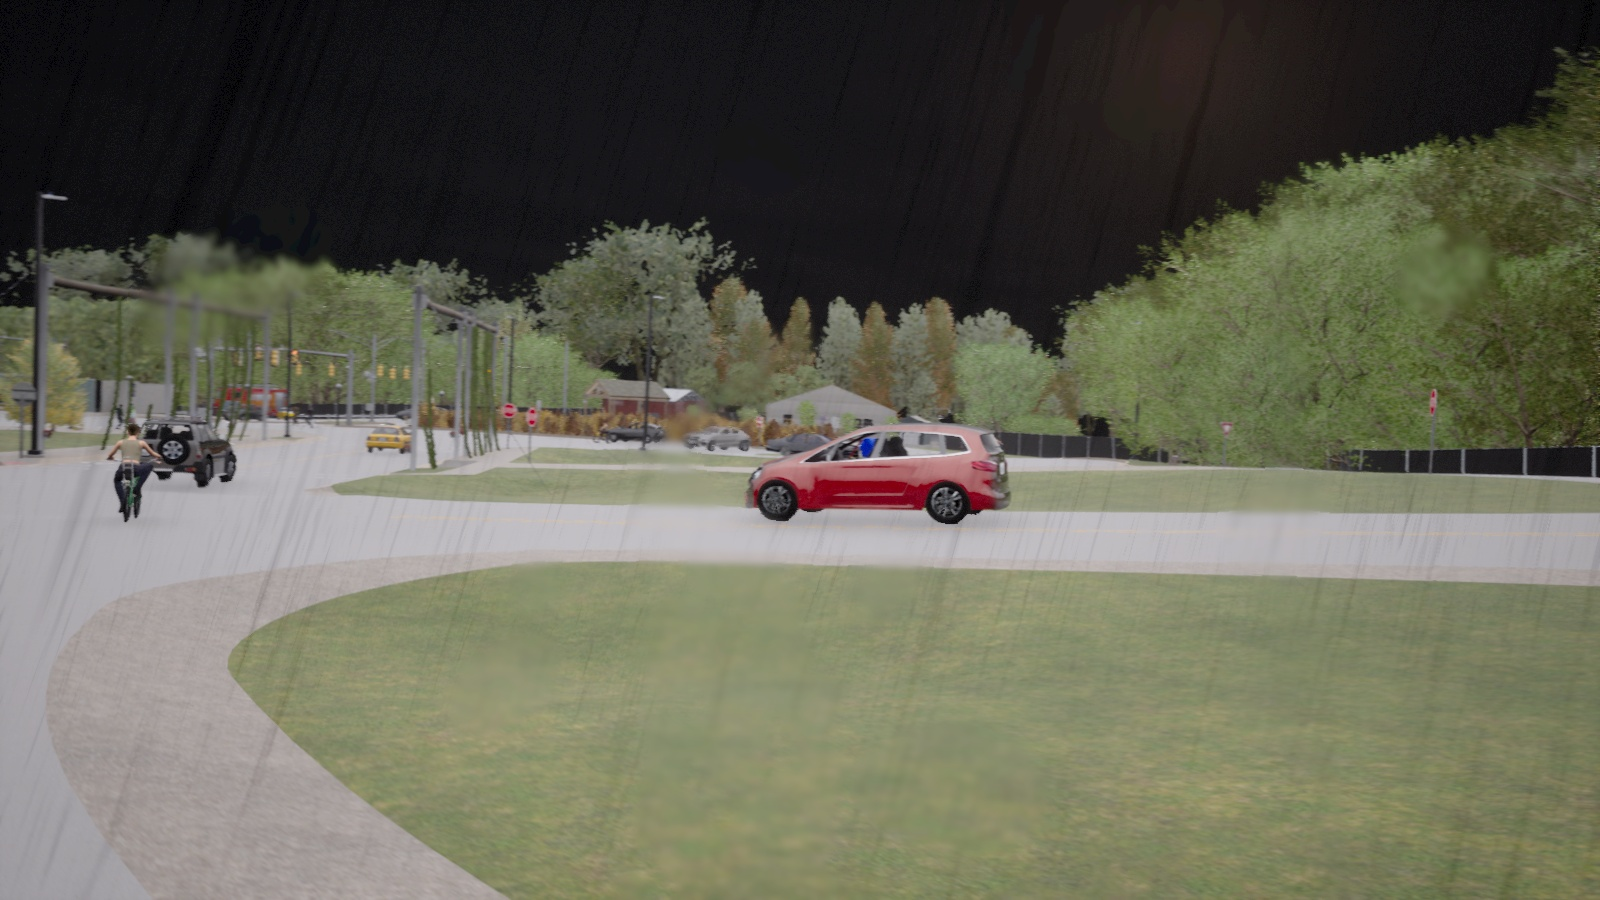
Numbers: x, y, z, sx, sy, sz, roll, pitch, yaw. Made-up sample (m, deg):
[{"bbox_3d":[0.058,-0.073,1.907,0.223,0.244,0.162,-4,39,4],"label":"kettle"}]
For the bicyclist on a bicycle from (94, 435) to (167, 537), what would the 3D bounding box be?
[{"bbox_3d":[-11.094,0.571,20.857,0.866,1.612,1.509,0,0,-20],"label":"bicyclist on a bicycle"}]

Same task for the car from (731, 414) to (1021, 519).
[{"bbox_3d":[1.376,0.271,21.940,4.611,1.667,2.242,-1,2,18],"label":"car"}]

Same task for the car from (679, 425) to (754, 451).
[{"bbox_3d":[-5.606,-0.808,84.911,2.152,1.651,5.027,2,2,39],"label":"car"}]

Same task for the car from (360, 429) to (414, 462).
[{"bbox_3d":[-21.578,-0.270,65.824,1.801,1.575,5.366,1,1,-9],"label":"car"}]

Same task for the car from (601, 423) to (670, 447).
[{"bbox_3d":[-11.943,-1.070,90.962,4.514,1.525,2.007,3,3,22],"label":"car"}]

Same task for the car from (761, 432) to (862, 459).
[{"bbox_3d":[0.640,-0.256,71.719,5.357,1.411,2.033,2,1,20],"label":"car"}]

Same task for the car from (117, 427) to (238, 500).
[{"bbox_3d":[-16.823,0.312,34.197,1.932,1.855,4.605,1,1,-13],"label":"car"}]
